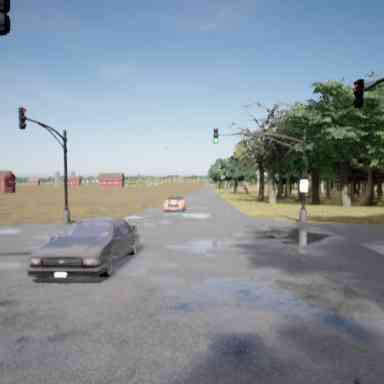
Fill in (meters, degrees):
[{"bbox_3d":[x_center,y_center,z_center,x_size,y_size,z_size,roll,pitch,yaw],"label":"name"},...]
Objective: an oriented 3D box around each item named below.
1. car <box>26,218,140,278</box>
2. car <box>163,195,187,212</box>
[{"bbox_3d":[-2.938,1.533,10.380,2.033,1.411,5.357,0,0,3],"label":"car"},{"bbox_3d":[-1.726,1.075,34.835,2.097,1.767,4.553,0,0,3],"label":"car"}]
